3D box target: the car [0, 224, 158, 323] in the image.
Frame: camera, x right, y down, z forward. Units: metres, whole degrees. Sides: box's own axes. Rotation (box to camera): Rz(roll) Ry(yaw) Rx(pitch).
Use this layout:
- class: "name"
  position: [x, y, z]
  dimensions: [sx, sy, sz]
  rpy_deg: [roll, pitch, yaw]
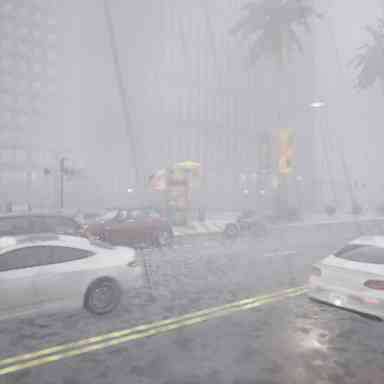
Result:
- class: "car"
  position: [-3.170, 1.537, 6.055]
  dimensions: [4.674, 1.442, 1.812]
  rpy_deg: [1, 0, -36]

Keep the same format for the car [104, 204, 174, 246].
- class: "car"
  position: [-3.071, 1.424, 14.118]
  dimensions: [4.553, 1.767, 2.185]
  rpy_deg: [1, -1, -36]

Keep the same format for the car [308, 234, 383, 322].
- class: "car"
  position: [4.299, 1.614, 6.887]
  dimensions: [4.674, 1.442, 1.812]
  rpy_deg: [1, -1, -36]

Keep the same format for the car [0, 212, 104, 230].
- class: "car"
  position: [-5.043, 1.366, 9.019]
  dimensions: [4.553, 1.767, 2.097]
  rpy_deg: [1, -1, -36]
